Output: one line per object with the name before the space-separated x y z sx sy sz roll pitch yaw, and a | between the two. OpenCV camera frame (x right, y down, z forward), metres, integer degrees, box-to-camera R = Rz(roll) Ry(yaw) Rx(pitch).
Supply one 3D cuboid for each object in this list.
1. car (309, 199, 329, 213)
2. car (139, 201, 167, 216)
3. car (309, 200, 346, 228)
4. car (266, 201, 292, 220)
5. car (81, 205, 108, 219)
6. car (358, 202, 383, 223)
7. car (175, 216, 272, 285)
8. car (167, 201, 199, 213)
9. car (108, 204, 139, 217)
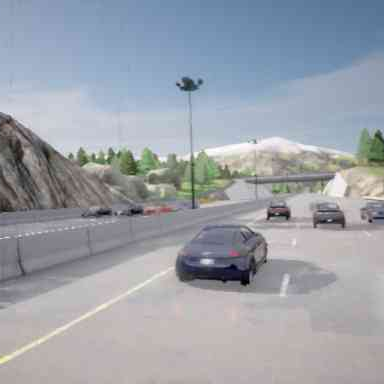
car | 14.151 1.563 37.380 1.895 1.301 4.718 -2 -1 19
car | -3.887 1.920 39.261 2.097 1.767 4.553 -2 -1 19
car | 8.803 1.452 21.694 2.128 1.511 4.902 -2 -1 19
car | 7.653 1.572 29.156 2.128 1.511 4.902 -2 -1 19
car | -11.165 2.333 39.570 1.812 1.442 4.674 -2 -1 19
car | 13.136 1.387 23.545 2.033 1.411 5.357 -2 -1 19
car | 1.039 1.642 9.883 1.994 1.385 4.181 -2 -1 20
car | -0.704 1.800 37.759 2.097 1.767 4.553 -2 -1 19
car | -7.405 2.179 39.773 2.128 1.511 4.902 -2 -1 19
